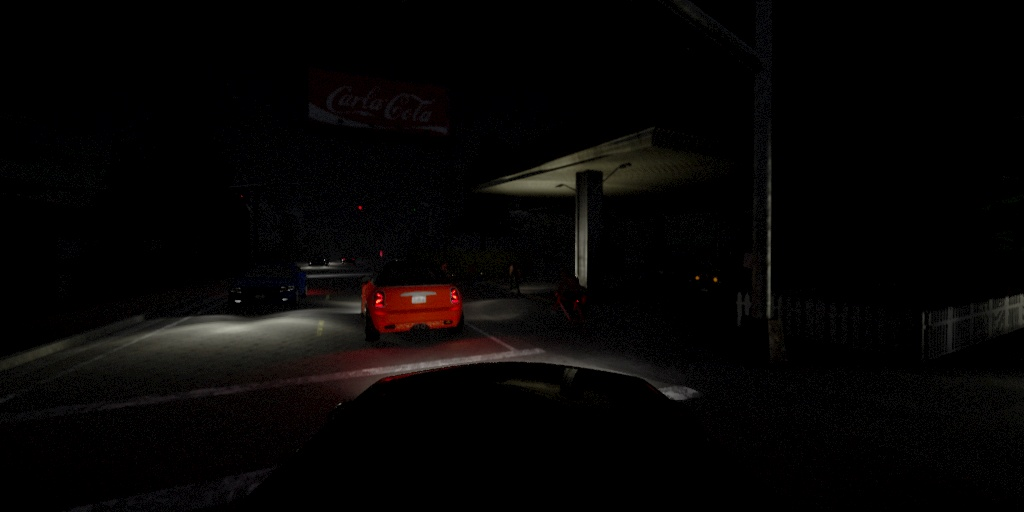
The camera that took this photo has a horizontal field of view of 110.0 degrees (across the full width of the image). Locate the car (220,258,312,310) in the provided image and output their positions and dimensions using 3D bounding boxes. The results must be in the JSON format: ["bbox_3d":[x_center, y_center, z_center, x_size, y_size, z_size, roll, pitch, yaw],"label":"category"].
[{"bbox_3d":[-8.950,0.994,13.509,1.882,1.535,5.008,1,0,-25],"label":"car"}]

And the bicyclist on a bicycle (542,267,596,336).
[{"bbox_3d":[1.405,1.108,8.957,0.582,1.620,1.656,3,-1,-45],"label":"bicyclist on a bicycle"}]

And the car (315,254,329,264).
[{"bbox_3d":[-29.234,0.453,55.288,1.837,1.490,4.892,0,1,-26],"label":"car"}]

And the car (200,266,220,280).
[{"bbox_3d":[-20.497,1.062,27.265,4.718,1.301,1.895,-2,2,-33],"label":"car"}]

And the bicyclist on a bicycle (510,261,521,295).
[{"bbox_3d":[0.157,1.098,18.128,0.582,1.620,1.656,0,0,14],"label":"bicyclist on a bicycle"}]

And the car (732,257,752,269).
[{"bbox_3d":[35.656,0.805,53.779,4.181,1.385,1.994,0,1,-26],"label":"car"}]

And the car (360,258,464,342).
[{"bbox_3d":[-2.827,0.910,9.495,2.097,1.767,4.553,0,1,-24],"label":"car"}]

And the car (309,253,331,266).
[{"bbox_3d":[-24.991,0.418,46.374,2.097,1.767,4.553,0,1,-26],"label":"car"}]

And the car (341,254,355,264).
[{"bbox_3d":[-25.203,0.502,55.225,2.033,1.411,5.357,0,1,-26],"label":"car"}]

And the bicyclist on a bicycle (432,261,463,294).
[{"bbox_3d":[-3.202,1.069,16.508,1.656,1.620,0.582,2,1,35],"label":"bicyclist on a bicycle"}]

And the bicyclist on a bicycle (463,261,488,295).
[{"bbox_3d":[-1.946,1.088,17.936,1.656,1.620,0.582,1,1,-23],"label":"bicyclist on a bicycle"}]
